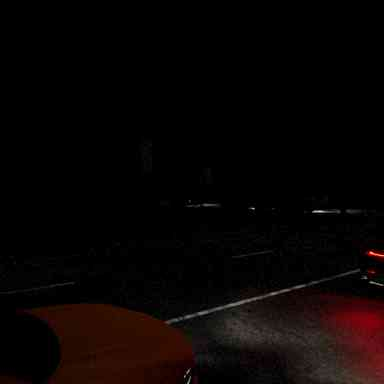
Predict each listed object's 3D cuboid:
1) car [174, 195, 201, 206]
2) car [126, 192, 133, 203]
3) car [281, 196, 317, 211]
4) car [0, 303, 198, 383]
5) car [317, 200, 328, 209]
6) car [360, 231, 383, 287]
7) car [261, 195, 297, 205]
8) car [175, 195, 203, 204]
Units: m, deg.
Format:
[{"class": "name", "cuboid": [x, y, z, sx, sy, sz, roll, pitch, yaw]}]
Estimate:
[{"class": "car", "cuboid": [-1.051, 1.301, 51.614, 1.837, 1.490, 4.892, -1, 0, -39]}, {"class": "car", "cuboid": [-10.569, 0.936, 63.629, 2.150, 2.045, 5.566, -1, 0, -39]}, {"class": "car", "cuboid": [11.019, 1.350, 36.564, 1.994, 1.385, 4.181, -1, 0, -39]}, {"class": "car", "cuboid": [-2.225, 1.478, 2.141, 5.008, 1.535, 1.882, 0, 0, -36]}, {"class": "car", "cuboid": [13.429, 1.234, 39.150, 1.882, 1.535, 5.008, -1, 0, -39]}, {"class": "car", "cuboid": [5.930, 1.468, 7.976, 4.892, 1.490, 1.837, 0, 0, -35]}, {"class": "car", "cuboid": [13.232, 1.189, 50.879, 2.128, 1.511, 4.902, -1, 0, -39]}, {"class": "car", "cuboid": [-0.535, 1.259, 56.576, 2.128, 1.511, 4.902, -1, 0, -39]}]
